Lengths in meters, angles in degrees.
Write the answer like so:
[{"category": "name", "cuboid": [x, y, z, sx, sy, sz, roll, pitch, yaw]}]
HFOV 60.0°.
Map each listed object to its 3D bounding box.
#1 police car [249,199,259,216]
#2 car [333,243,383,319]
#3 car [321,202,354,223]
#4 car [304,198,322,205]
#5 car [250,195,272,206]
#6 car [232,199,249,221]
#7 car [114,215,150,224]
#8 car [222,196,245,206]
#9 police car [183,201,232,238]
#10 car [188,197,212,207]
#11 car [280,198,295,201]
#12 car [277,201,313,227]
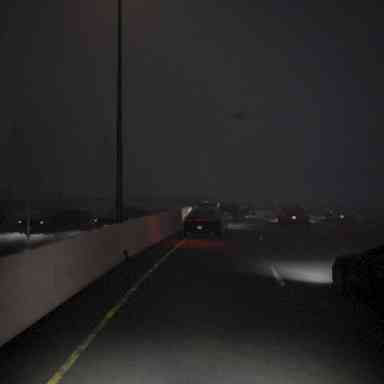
[{"category": "police car", "cuboid": [5.085, 1.453, 32.710, 1.930, 1.638, 5.238, 0, 0, 20]}, {"category": "car", "cuboid": [3.971, 1.538, 5.638, 1.812, 1.442, 4.674, 0, 0, 4]}, {"category": "car", "cuboid": [11.616, 1.566, 26.390, 1.812, 1.442, 4.674, 0, 0, 18]}, {"category": "car", "cuboid": [21.873, 1.682, 59.841, 1.895, 1.301, 4.718, 0, 0, 40]}, {"category": "car", "cuboid": [12.157, 1.409, 58.412, 2.097, 1.767, 4.553, 0, 0, 36]}, {"category": "car", "cuboid": [3.196, 1.526, 27.163, 1.837, 1.490, 4.892, 0, 0, 17]}, {"category": "car", "cuboid": [-4.412, 1.547, 21.694, 2.033, 1.411, 5.357, 0, 0, 13]}, {"category": "car", "cuboid": [7.227, 1.522, 57.459, 1.882, 1.535, 5.008, 0, 0, 34]}, {"category": "police car", "cuboid": [0.860, 1.436, 17.985, 1.930, 1.638, 5.238, 0, 0, 11]}, {"category": "car", "cuboid": [1.355, 1.533, 54.658, 1.837, 1.490, 4.892, 0, 0, 31]}, {"category": "car", "cuboid": [14.143, 1.583, 49.187, 1.812, 1.442, 4.674, 0, 0, 34]}, {"category": "car", "cuboid": [6.962, 1.592, 22.926, 1.994, 1.385, 4.181, 0, 0, 15]}]
